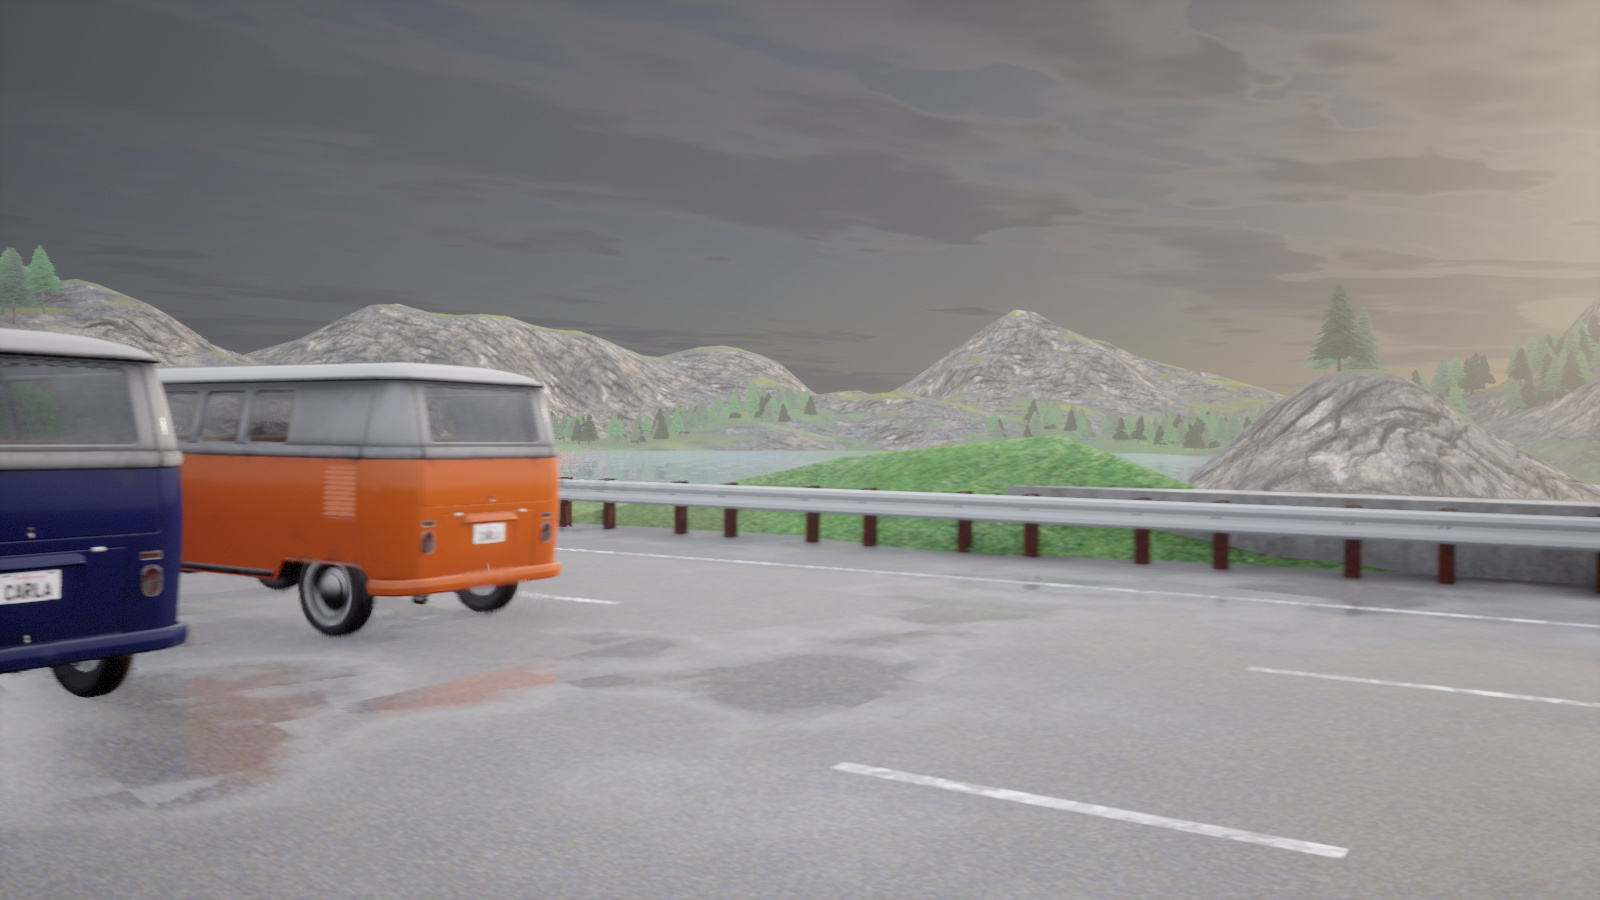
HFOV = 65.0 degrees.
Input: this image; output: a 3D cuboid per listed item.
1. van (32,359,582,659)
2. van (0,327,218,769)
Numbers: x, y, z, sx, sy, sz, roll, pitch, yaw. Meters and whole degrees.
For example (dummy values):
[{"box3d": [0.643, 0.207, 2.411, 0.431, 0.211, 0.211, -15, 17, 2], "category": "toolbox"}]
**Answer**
[{"box3d": [-4.083, 0.381, 10.203, 4.442, 1.987, 1.775, 0, 1, 31], "category": "van"}, {"box3d": [-5.416, 0.438, 6.927, 4.442, 1.987, 1.775, 0, 1, 31], "category": "van"}]
